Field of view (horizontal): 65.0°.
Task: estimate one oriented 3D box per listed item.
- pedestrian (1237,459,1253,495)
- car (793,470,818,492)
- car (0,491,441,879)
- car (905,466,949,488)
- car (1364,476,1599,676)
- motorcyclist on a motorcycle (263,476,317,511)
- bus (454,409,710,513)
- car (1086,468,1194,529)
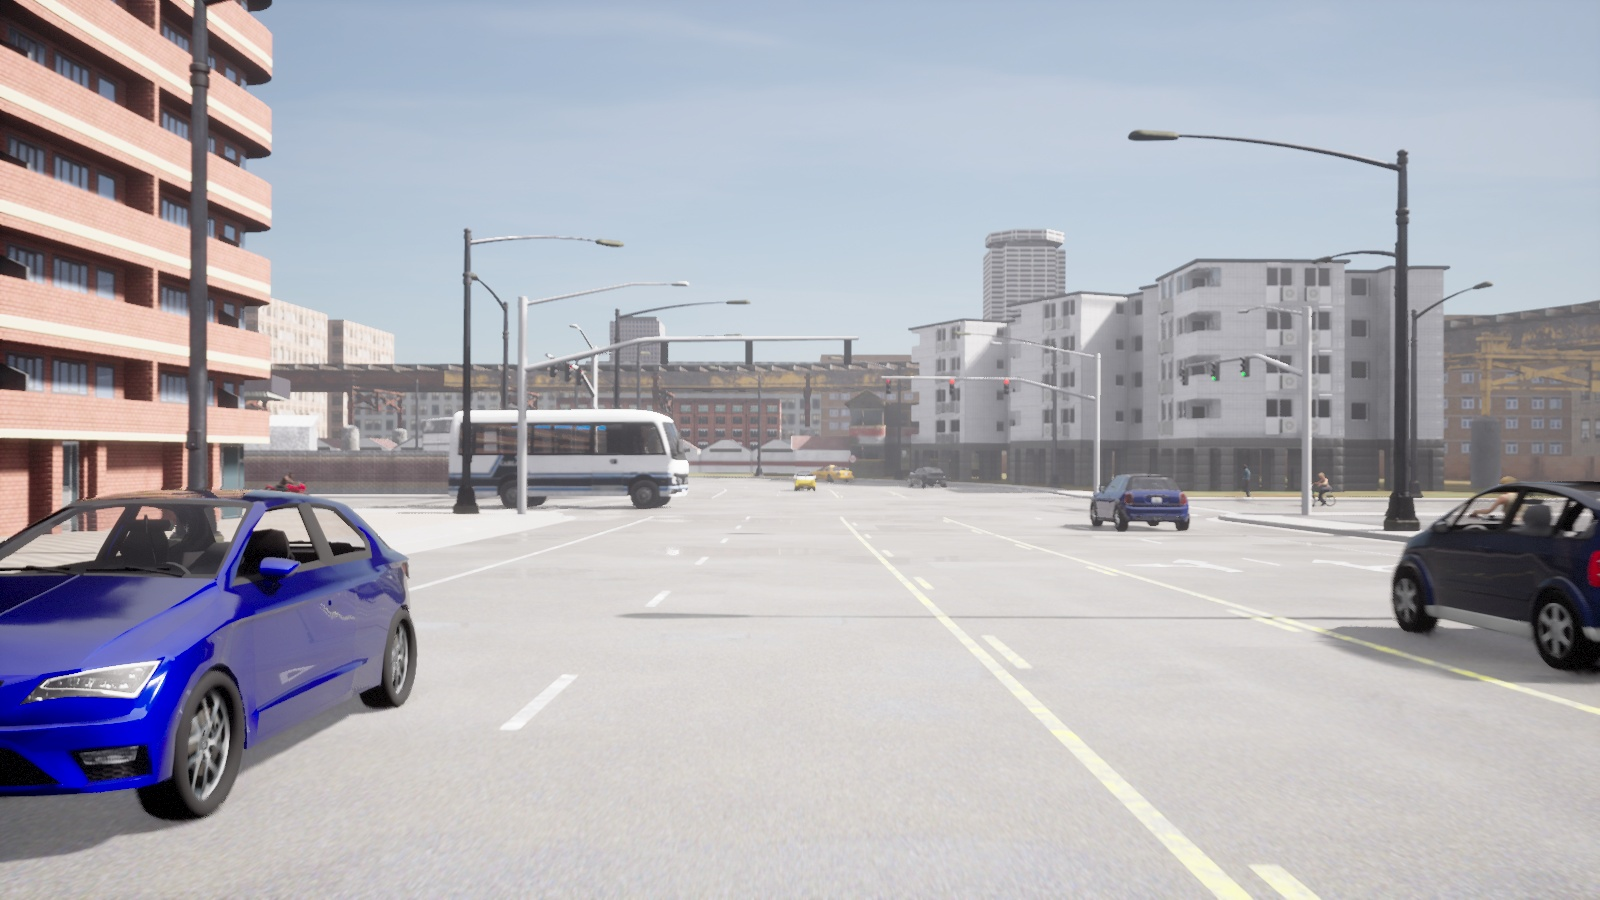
[{"bbox_3d":[23.973,1.462,67.616,0.692,1.930,0.396,0,0,0],"label":"pedestrian"},{"bbox_3d":[0.331,2.022,82.453,1.481,1.376,2.207,0,-1,-4],"label":"car"},{"bbox_3d":[-3.517,0.992,7.030,1.816,1.474,4.193,0,-1,0],"label":"car"},{"bbox_3d":[9.399,1.987,93.264,1.837,1.490,4.892,0,0,-12],"label":"car"},{"bbox_3d":[6.973,1.018,11.643,1.789,1.549,3.705,0,-1,0],"label":"car"},{"bbox_3d":[-22.369,1.913,55.150,2.044,1.523,0.797,0,0,-1],"label":"motorcyclist on a motorcycle"},{"bbox_3d":[-9.333,0.484,54.638,10.273,4.253,3.944,-1,-1,5],"label":"bus"},{"bbox_3d":[10.408,1.458,38.839,2.097,1.767,4.553,0,-1,0],"label":"car"}]
